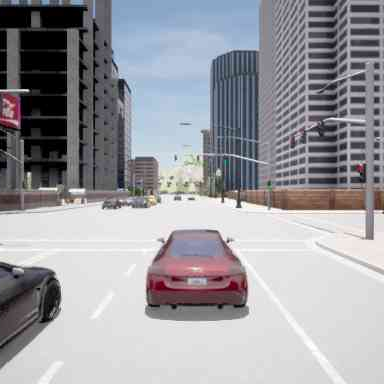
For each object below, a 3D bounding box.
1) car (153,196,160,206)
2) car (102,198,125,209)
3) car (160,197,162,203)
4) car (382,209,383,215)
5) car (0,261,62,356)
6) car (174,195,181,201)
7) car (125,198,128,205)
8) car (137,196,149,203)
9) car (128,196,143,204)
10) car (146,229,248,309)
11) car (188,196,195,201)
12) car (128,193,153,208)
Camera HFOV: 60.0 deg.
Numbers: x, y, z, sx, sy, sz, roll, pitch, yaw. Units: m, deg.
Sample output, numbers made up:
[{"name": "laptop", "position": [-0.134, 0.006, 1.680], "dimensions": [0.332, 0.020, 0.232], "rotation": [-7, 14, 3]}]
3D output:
[{"name": "car", "position": [-7.120, 1.478, 56.354], "dimensions": [1.882, 1.535, 5.008], "rotation": [0, 0, 0]}, {"name": "car", "position": [-10.662, 1.526, 44.475], "dimensions": [1.812, 1.442, 4.674], "rotation": [0, 0, 0]}, {"name": "car", "position": [-7.106, 1.505, 66.552], "dimensions": [1.837, 1.490, 4.892], "rotation": [0, 0, 0]}, {"name": "car", "position": [18.507, 1.601, 27.580], "dimensions": [4.718, 1.301, 1.895], "rotation": [0, 0, 0]}, {"name": "car", "position": [-3.413, 1.564, 4.527], "dimensions": [1.994, 1.385, 4.181], "rotation": [0, 0, 0]}, {"name": "car", "position": [-3.635, 1.525, 84.205], "dimensions": [2.128, 1.511, 4.902], "rotation": [0, 0, 0]}, {"name": "car", "position": [-10.637, 1.601, 53.583], "dimensions": [1.895, 1.301, 4.718], "rotation": [0, 0, 0]}, {"name": "car", "position": [-10.616, 1.552, 72.725], "dimensions": [1.994, 1.385, 4.181], "rotation": [0, 0, 0]}, {"name": "car", "position": [-10.612, 1.564, 62.730], "dimensions": [1.994, 1.385, 4.181], "rotation": [0, 0, 0]}, {"name": "car", "position": [0.088, 1.564, 7.929], "dimensions": [1.994, 1.385, 4.181], "rotation": [0, 0, 0]}, {"name": "car", "position": [-0.135, 1.595, 84.240], "dimensions": [1.895, 1.301, 4.718], "rotation": [0, 0, 0]}, {"name": "car", "position": [-7.159, 1.352, 47.018], "dimensions": [2.097, 1.767, 4.553], "rotation": [0, 0, 0]}]
